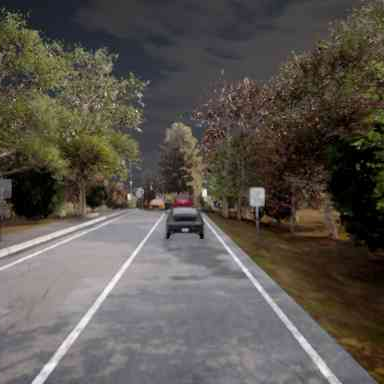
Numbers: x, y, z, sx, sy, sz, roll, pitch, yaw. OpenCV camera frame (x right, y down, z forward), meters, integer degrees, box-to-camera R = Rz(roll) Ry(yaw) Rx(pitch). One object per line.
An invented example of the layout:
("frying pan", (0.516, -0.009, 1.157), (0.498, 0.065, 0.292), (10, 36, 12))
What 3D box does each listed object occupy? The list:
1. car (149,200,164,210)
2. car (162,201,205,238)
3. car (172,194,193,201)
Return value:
("car", (-4.927, 1.818, 46.802), (1.882, 1.535, 5.008), (0, -3, -2))
("car", (-0.385, 1.466, 17.517), (1.837, 1.490, 4.892), (0, 0, -2))
("car", (-1.043, 1.235, 37.749), (2.150, 2.045, 5.566), (0, -1, -2))
